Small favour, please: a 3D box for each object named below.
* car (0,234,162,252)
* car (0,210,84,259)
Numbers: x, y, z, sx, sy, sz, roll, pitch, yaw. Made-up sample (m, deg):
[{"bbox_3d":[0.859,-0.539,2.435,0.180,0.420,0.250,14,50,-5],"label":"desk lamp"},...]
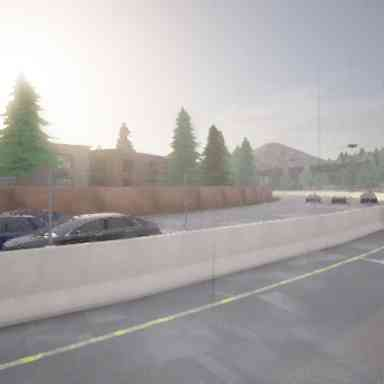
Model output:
[{"bbox_3d":[-3.256,1.460,10.564,4.892,1.490,1.837,-1,1,-39],"label":"car"},{"bbox_3d":[-6.948,1.537,12.033,5.357,1.411,2.033,-1,1,-37],"label":"car"}]
